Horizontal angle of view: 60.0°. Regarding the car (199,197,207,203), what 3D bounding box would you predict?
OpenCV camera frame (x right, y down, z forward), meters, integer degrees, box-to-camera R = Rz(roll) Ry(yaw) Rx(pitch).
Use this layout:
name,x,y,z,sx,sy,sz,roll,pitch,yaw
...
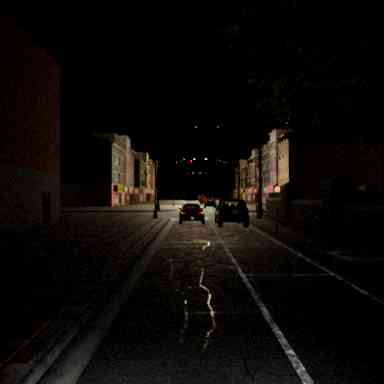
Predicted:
name,x,y,z,sx,sy,sz,roll,pitch,yaw
car,2.652,1.900,81.840,1.802,1.307,4.206,0,0,0

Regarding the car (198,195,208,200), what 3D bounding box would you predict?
name,x,y,z,sx,sy,sz,roll,pitch,yaw
car,2.651,1.773,65.528,1.887,1.381,4.507,1,0,0

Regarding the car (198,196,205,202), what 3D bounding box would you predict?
name,x,y,z,sx,sy,sz,roll,pitch,yaw
car,2.653,1.935,92.715,2.008,1.369,4.403,0,0,0

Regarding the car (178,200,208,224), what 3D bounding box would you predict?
name,x,y,z,sx,sy,sz,roll,pitch,yaw
car,-0.049,1.586,24.937,1.812,1.442,4.674,0,0,-2

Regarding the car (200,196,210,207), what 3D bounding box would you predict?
name,x,y,z,sx,sy,sz,roll,pitch,yaw
car,2.650,1.696,49.216,1.887,1.381,4.507,1,0,0

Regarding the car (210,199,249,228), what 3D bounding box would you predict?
name,x,y,z,sx,sy,sz,roll,pitch,yaw
car,2.651,1.369,22.787,2.192,1.841,5.009,1,0,0
